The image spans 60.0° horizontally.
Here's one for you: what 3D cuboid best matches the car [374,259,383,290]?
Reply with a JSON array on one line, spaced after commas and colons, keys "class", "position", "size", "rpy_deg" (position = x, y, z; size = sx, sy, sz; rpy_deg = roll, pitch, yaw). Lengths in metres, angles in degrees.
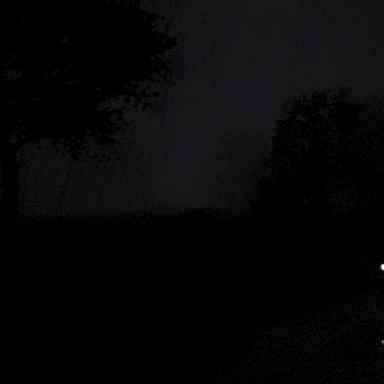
[{"class": "car", "position": [6.064, 1.620, 7.410], "size": [4.718, 1.301, 1.895], "rpy_deg": [0, 0, -36]}]
